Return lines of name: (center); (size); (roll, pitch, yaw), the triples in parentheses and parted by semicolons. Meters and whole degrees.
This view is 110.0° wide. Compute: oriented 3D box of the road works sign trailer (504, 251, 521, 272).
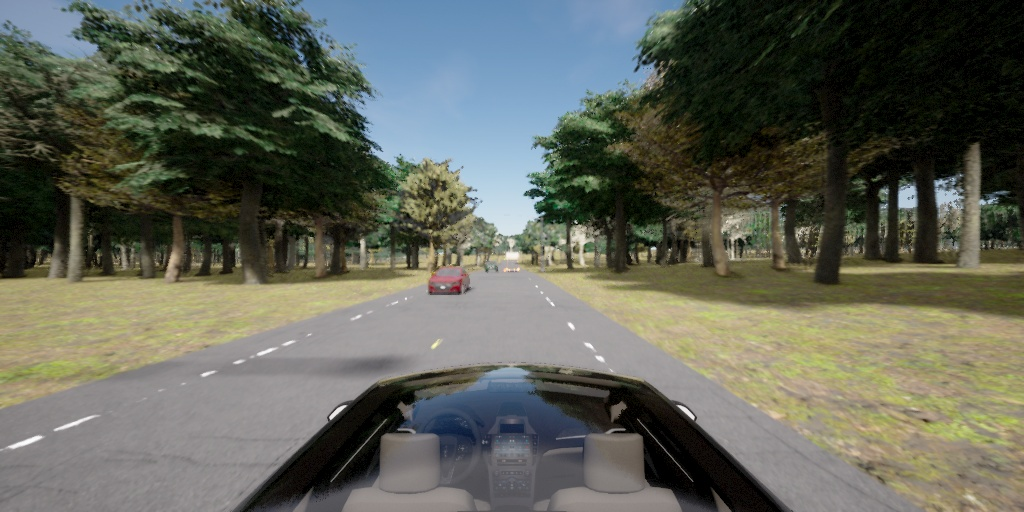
road works sign trailer: (0.091, 1.013, 61.311); (2.380, 3.560, 2.880); (0, 0, -2)

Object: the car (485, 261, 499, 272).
car: (-3.489, 1.795, 62.154); (2.150, 2.045, 5.566); (0, -1, 0)

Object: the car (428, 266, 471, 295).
car: (-3.583, 1.376, 21.086); (1.882, 1.535, 5.008); (0, 0, 0)
